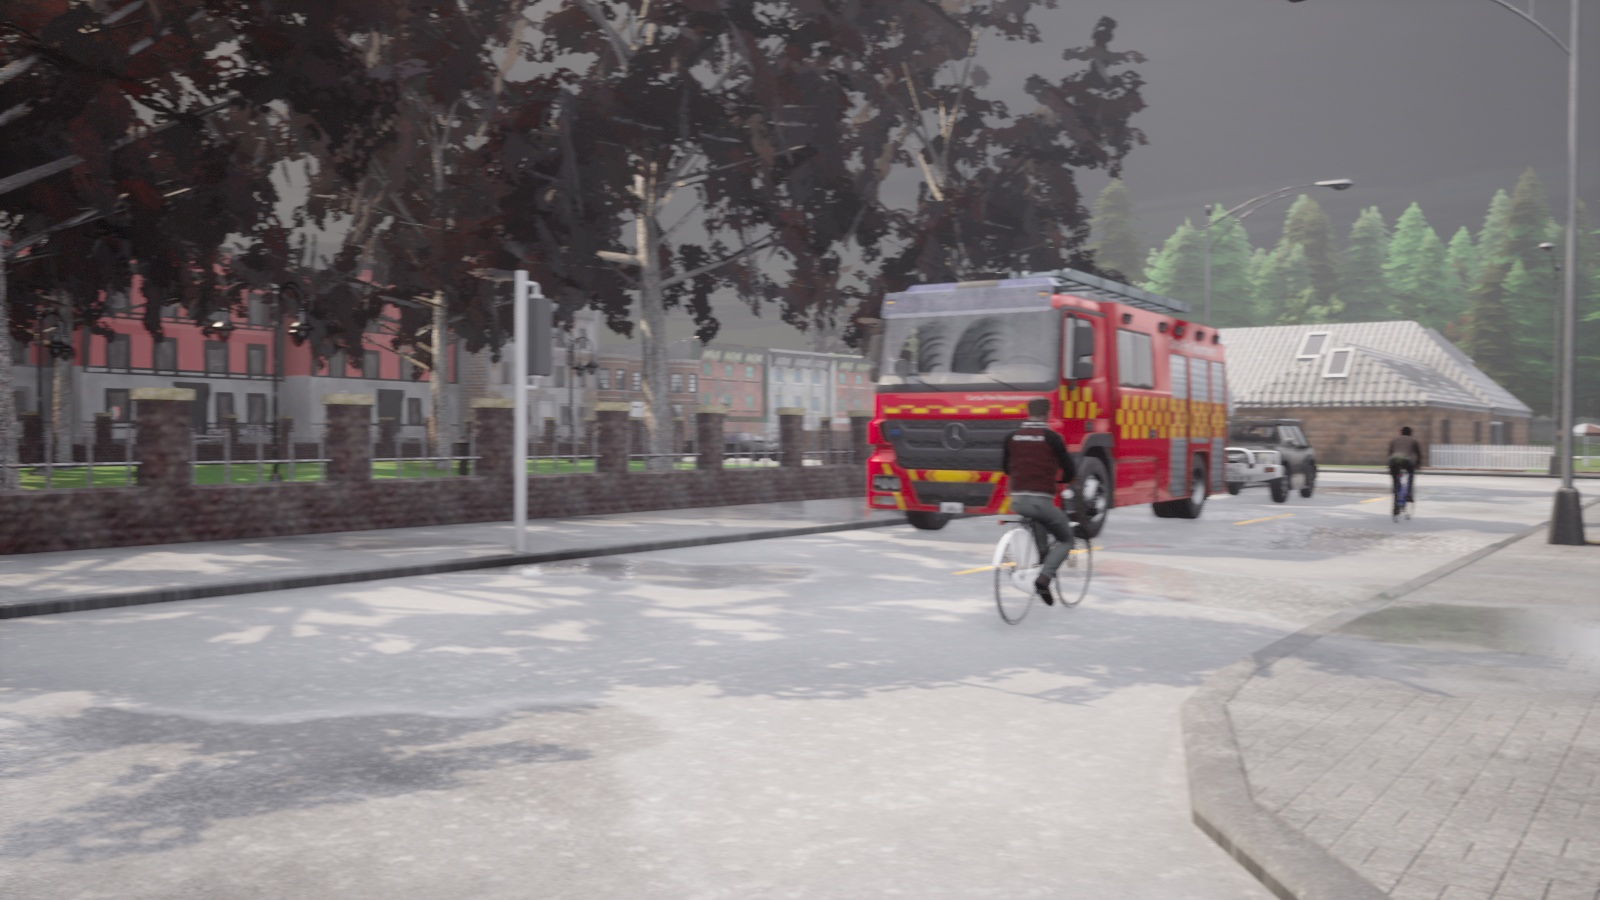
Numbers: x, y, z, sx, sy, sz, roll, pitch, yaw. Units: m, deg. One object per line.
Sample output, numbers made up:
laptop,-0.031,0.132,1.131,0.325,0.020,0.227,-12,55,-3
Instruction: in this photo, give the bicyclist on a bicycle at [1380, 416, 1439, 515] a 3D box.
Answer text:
bicyclist on a bicycle,10.310,0.240,21.219,0.582,1.620,1.656,0,1,37

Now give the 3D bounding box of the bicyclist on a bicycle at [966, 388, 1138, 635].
bicyclist on a bicycle,2.044,0.422,9.970,0.659,1.776,1.843,0,2,35

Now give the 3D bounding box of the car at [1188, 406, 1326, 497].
car,10.334,-0.007,28.177,1.932,1.855,4.605,0,1,33

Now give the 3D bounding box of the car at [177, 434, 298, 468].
car,-26.986,0.014,60.405,2.128,1.511,4.902,0,1,37

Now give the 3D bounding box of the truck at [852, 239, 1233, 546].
truck,4.283,-0.796,20.001,2.891,3.827,8.468,0,1,34

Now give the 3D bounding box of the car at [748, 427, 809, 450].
car,-1.605,-0.902,94.471,2.242,1.667,4.611,0,1,37

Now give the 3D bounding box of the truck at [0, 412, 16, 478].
truck,-32.403,-0.152,46.404,2.627,2.467,5.204,0,1,37

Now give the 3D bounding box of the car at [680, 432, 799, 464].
car,-2.844,-0.111,58.089,5.357,1.411,2.033,0,1,35
